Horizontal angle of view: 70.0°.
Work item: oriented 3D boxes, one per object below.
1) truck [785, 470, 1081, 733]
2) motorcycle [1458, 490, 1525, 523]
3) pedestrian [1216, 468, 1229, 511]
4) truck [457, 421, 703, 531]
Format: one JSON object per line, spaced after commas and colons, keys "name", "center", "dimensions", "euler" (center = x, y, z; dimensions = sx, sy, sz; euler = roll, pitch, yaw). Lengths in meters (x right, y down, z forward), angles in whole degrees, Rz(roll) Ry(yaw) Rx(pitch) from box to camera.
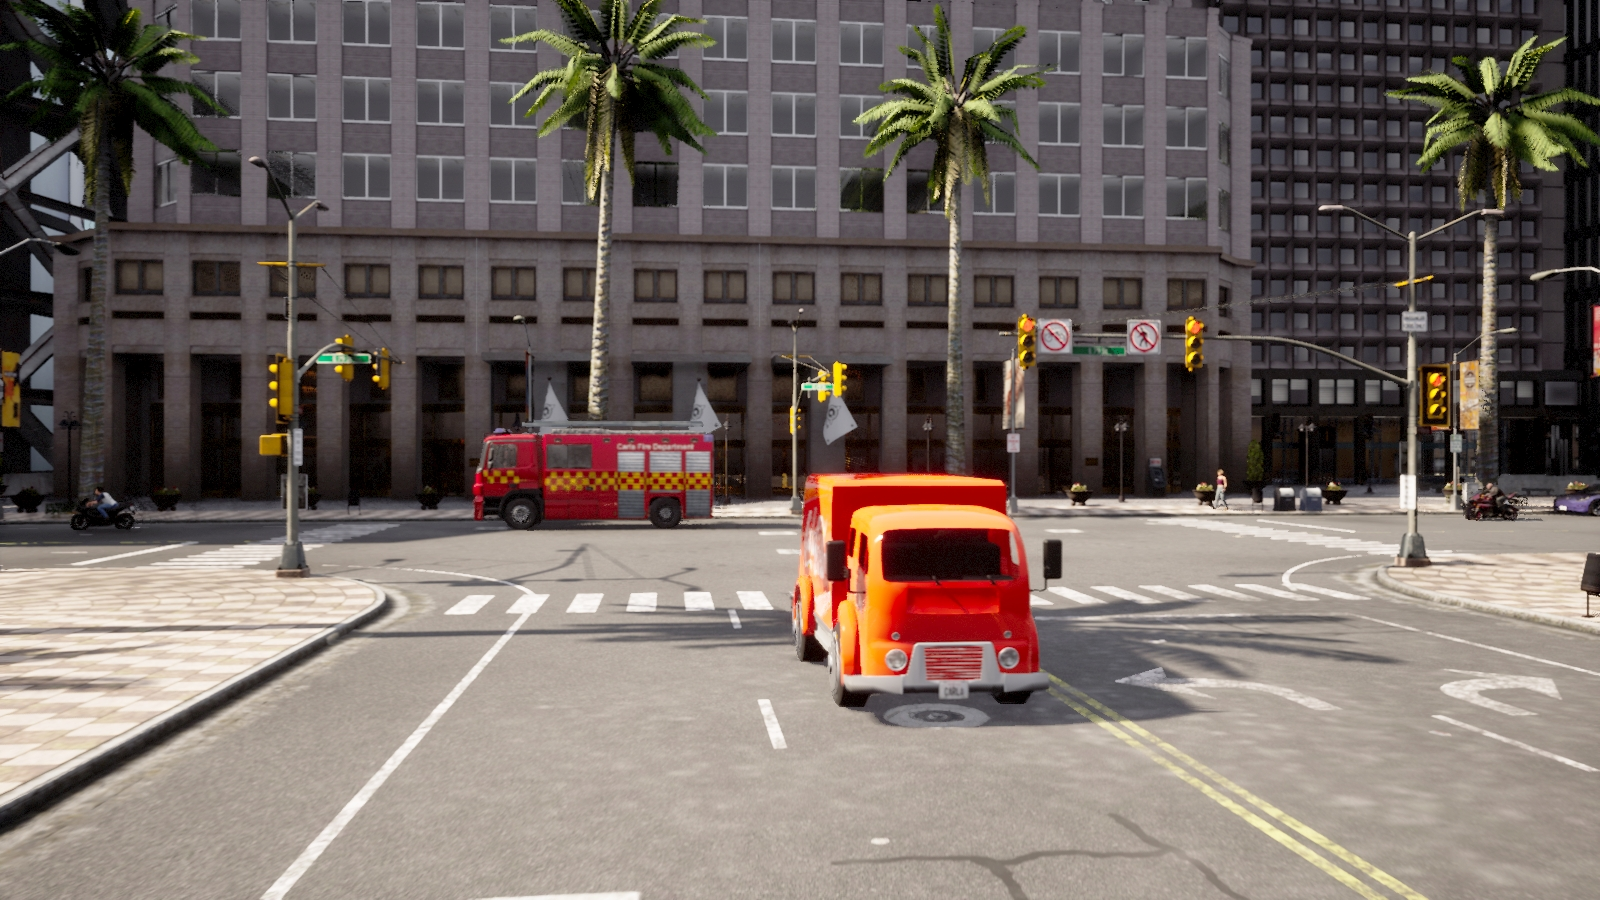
{"name": "truck", "center": [1.321, 1.561, 14.099], "dimensions": [2.627, 2.467, 5.204], "euler": [0, 1, -5]}
{"name": "motorcycle", "center": [27.301, 2.214, 45.119], "dimensions": [2.209, 1.251, 0.867], "euler": [0, 0, -6]}
{"name": "pedestrian", "center": [18.367, 1.706, 49.679], "dimensions": [0.375, 1.860, 0.375], "euler": [0, 0, -29]}
{"name": "truck", "center": [-7.800, 0.897, 41.356], "dimensions": [8.468, 3.827, 2.891], "euler": [0, 0, -6]}
